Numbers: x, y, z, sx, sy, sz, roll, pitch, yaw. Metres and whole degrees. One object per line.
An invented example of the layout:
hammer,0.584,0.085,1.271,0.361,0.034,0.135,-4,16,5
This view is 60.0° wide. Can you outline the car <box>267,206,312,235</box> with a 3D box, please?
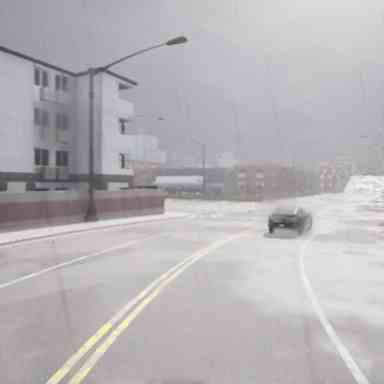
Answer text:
car,5.882,1.569,19.694,2.128,1.511,4.902,1,0,28
